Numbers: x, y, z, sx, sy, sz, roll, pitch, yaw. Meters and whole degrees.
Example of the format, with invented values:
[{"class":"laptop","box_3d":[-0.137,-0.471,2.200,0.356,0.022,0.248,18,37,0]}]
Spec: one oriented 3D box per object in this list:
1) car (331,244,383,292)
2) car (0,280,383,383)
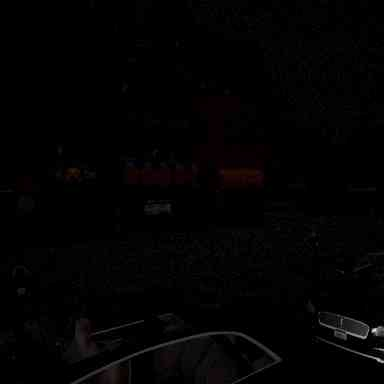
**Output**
[{"class":"car","box_3d":[3.628,1.548,5.430,4.403,1.369,2.008,0,-2,-36]},{"class":"car","box_3d":[-0.805,1.550,2.261,4.403,1.369,2.008,0,-2,-36]}]
